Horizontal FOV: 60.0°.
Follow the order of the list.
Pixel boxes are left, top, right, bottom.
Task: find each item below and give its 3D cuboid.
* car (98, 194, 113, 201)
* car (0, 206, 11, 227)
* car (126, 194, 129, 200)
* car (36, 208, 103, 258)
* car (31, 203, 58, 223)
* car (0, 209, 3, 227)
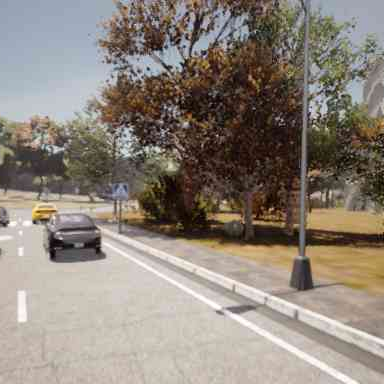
[{"bbox_3d":[-20.649,1.270,79.640,4.902,1.511,2.128,2,1,39],"label":"car"},{"bbox_3d":[-14.472,1.723,24.349,2.033,1.411,5.357,0,0,-26],"label":"car"},{"bbox_3d":[-15.773,1.199,79.336,1.882,1.535,5.008,0,1,-42],"label":"car"},{"bbox_3d":[-4.957,1.623,13.542,2.128,1.511,4.902,0,-1,-27],"label":"car"},{"bbox_3d":[-12.110,1.676,27.458,1.882,1.535,5.008,0,0,-26],"label":"car"},{"bbox_3d":[-8.060,1.617,11.923,1.837,1.490,4.892,0,0,-27],"label":"car"}]
